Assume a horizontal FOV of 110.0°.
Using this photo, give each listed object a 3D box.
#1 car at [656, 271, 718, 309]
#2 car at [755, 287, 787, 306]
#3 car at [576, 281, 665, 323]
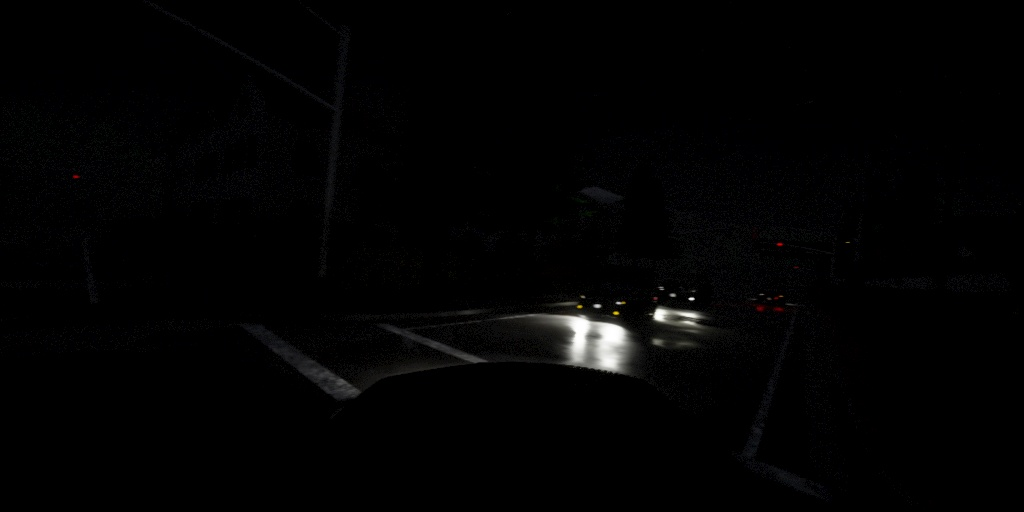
[{"bbox_3d":[10.955,2.041,22.537,2.150,2.045,5.566,5,0,39],"label":"car"},{"bbox_3d":[22.542,3.449,31.127,1.812,1.442,4.674,5,0,39],"label":"car"},{"bbox_3d":[4.364,1.751,14.505,1.994,1.385,4.181,5,0,39],"label":"car"}]
